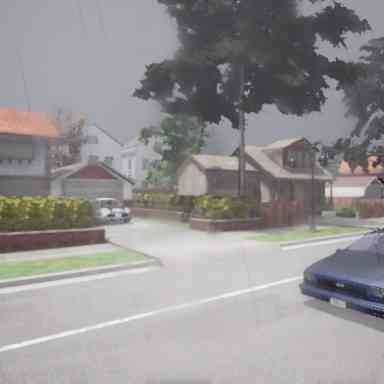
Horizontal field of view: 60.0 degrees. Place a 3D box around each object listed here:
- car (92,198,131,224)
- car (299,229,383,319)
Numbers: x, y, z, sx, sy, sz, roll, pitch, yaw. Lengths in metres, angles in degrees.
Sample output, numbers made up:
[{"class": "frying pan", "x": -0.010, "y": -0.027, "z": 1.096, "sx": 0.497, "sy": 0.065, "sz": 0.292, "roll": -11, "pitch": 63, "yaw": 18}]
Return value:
[{"class": "car", "x": -5.311, "y": 1.152, "z": 20.810, "sx": 1.970, "sy": 1.475, "sz": 3.806, "roll": 0, "pitch": 0, "yaw": -35}, {"class": "car", "x": 4.715, "y": 1.539, "z": 7.333, "sx": 5.357, "sy": 1.411, "sz": 2.033, "roll": 0, "pitch": 0, "yaw": -35}]
